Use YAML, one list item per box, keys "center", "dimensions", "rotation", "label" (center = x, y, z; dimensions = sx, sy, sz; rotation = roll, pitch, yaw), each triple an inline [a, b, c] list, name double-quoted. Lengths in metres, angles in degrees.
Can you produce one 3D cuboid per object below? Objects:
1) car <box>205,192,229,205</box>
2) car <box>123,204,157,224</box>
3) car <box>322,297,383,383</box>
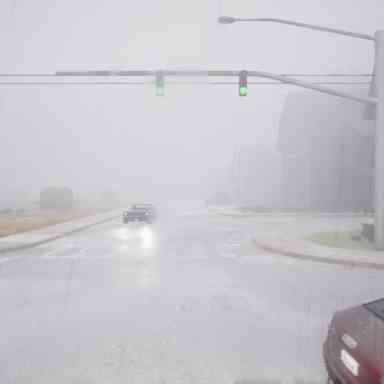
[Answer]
- center: [3.934, 1.004, 52.726]
  dimensions: [1.905, 1.878, 3.866]
  rotation: [-8, 4, -42]
  label: "car"
- center: [-3.684, 1.528, 24.109]
  dimensions: [1.895, 1.301, 4.718]
  rotation: [0, 0, 0]
  label: "car"
- center: [3.498, 1.582, 3.144]
  dimensions: [4.181, 1.385, 1.994]
  rotation: [0, 0, 1]
  label: "car"
